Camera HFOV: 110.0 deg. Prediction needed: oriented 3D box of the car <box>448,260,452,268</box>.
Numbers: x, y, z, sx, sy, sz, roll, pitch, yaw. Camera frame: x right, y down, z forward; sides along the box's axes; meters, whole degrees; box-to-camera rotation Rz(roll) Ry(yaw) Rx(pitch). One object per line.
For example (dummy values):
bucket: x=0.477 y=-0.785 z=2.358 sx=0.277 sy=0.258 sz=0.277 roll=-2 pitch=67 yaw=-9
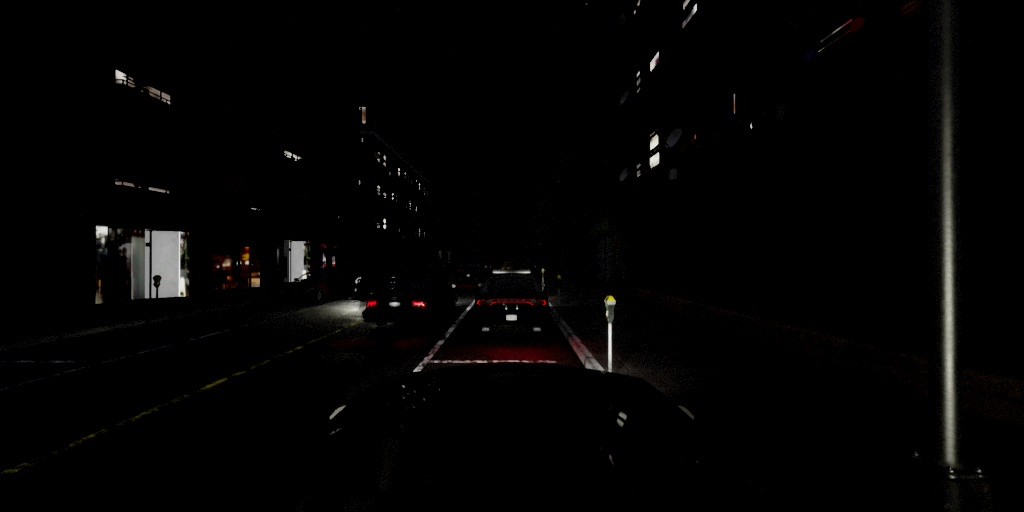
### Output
car: x=-8.837 y=1.188 z=44.643 sx=1.967 sy=1.591 sz=4.097 roll=0 pitch=0 yaw=0

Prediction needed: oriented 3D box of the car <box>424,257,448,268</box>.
car: x=-8.837 y=1.064 z=39.007 sx=2.192 sy=1.841 sz=5.009 roll=0 pitch=0 yaw=0

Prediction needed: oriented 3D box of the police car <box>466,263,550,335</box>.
police car: x=-0.011 y=1.175 z=10.609 sx=1.930 sy=1.638 sz=5.238 roll=0 pitch=0 yaw=0

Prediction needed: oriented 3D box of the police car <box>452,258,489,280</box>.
police car: x=-3.145 y=1.175 z=28.275 sx=1.930 sy=1.638 sz=5.238 roll=0 pitch=0 yaw=0

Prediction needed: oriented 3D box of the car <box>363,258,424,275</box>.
car: x=-6.246 y=1.103 z=18.296 sx=2.097 sy=1.767 sz=4.553 roll=0 pitch=0 yaw=0

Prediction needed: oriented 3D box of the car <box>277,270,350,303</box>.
car: x=-8.837 y=1.333 z=16.462 sx=1.802 sy=1.307 sz=4.207 roll=0 pitch=0 yaw=0

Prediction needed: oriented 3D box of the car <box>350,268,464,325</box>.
car: x=-3.045 y=1.298 z=11.805 sx=2.033 sy=1.411 sz=5.357 roll=0 pitch=0 yaw=0

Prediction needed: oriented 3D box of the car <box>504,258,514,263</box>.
car: x=-0.456 y=1.275 z=39.173 sx=1.751 sy=1.417 sz=4.829 roll=0 pitch=0 yaw=0

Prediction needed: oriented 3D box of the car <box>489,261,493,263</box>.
car: x=-3.044 y=1.296 z=43.456 sx=2.033 sy=1.411 sz=5.357 roll=0 pitch=0 yaw=0
